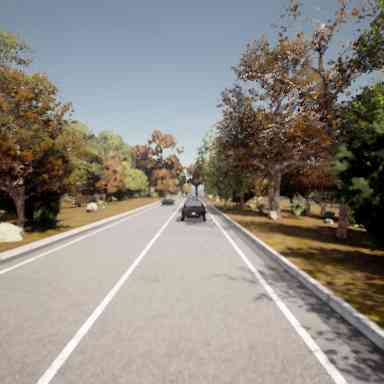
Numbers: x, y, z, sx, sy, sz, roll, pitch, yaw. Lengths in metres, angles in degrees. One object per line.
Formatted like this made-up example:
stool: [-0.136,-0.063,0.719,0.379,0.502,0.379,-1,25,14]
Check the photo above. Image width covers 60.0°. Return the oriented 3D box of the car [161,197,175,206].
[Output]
car: [-3.547,1.384,50.048,1.895,1.301,4.718,0,0,0]

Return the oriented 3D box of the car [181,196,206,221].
car: [0.110,1.384,26.417,1.882,1.535,5.008,0,1,0]

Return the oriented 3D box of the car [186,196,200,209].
car: [0.117,1.328,44.288,1.837,1.490,4.892,0,0,0]
